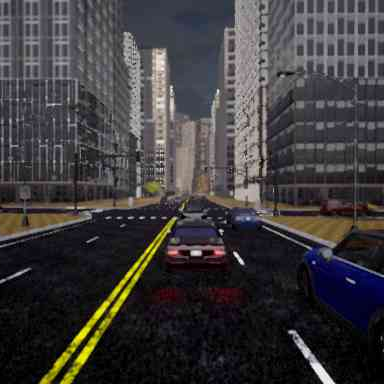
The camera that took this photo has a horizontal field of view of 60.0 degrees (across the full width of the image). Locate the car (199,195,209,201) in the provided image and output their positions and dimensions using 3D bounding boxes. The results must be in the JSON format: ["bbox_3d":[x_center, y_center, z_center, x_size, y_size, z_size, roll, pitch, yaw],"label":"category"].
[{"bbox_3d":[3.269,1.895,86.263,1.882,1.535,5.008,0,0,0],"label":"car"}]

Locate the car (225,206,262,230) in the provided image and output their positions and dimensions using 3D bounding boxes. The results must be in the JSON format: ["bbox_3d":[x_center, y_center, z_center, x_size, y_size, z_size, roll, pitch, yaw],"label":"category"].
[{"bbox_3d":[3.356,1.668,22.304,2.033,1.411,5.357,0,0,0],"label":"car"}]

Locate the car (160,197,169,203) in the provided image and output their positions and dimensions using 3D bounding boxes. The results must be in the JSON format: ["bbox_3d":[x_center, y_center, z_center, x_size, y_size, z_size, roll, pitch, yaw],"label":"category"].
[{"bbox_3d":[-6.485,1.889,77.783,1.837,1.490,4.892,0,0,0],"label":"car"}]

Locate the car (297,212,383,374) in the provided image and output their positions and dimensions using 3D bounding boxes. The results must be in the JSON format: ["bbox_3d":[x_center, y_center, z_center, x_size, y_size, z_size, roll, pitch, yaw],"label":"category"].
[{"bbox_3d":[3.347,1.383,5.470,2.097,1.767,4.553,0,0,0],"label":"car"}]

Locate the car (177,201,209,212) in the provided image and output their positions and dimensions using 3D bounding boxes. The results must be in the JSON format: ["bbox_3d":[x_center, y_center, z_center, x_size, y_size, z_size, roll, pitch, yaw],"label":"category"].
[{"bbox_3d":[0.106,1.616,23.163,2.128,1.511,4.902,0,0,0],"label":"car"}]

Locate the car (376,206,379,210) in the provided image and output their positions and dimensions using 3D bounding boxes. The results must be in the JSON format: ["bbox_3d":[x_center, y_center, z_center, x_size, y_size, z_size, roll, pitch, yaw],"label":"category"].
[{"bbox_3d":[21.820,1.896,43.757,4.829,1.417,1.752,0,0,1],"label":"car"}]

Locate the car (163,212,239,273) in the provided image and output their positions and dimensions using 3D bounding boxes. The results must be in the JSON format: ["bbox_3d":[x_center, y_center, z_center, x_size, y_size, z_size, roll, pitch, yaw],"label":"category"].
[{"bbox_3d":[0.105,1.608,10.916,2.033,1.411,5.357,0,0,0],"label":"car"}]

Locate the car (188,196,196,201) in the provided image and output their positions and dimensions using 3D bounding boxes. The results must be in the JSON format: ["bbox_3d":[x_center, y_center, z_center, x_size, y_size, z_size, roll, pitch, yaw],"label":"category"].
[{"bbox_3d":[0.019,1.918,86.266,1.837,1.490,4.892,0,0,0],"label":"car"}]

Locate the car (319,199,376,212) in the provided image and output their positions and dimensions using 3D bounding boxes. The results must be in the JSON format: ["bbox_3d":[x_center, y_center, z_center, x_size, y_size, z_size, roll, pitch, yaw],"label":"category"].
[{"bbox_3d":[16.209,1.724,35.473,5.009,1.841,2.192,0,0,1],"label":"car"}]

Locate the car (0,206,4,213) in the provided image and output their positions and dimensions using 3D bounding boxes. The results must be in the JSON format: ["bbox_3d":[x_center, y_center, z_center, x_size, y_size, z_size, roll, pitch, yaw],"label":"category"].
[{"bbox_3d":[-22.717,1.632,36.011,4.313,1.339,1.947,1,0,1],"label":"car"}]

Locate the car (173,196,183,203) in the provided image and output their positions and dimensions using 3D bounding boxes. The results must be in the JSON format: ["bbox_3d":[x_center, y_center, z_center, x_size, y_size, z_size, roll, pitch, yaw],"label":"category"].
[{"bbox_3d":[-3.235,1.744,77.812,2.097,1.767,4.553,0,0,0],"label":"car"}]
